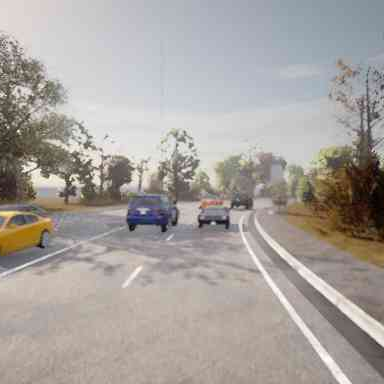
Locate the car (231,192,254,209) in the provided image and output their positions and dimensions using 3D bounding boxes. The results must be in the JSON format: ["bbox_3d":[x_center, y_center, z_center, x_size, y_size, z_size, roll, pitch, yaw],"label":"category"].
[{"bbox_3d":[6.314,1.053,41.601,2.150,2.045,5.566,0,0,19],"label":"car"}]

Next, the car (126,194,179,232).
[{"bbox_3d":[-2.199,1.128,19.837,2.150,2.045,5.566,0,0,7],"label":"car"}]

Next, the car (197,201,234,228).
[{"bbox_3d":[1.541,1.509,21.456,1.895,1.301,4.718,0,0,8],"label":"car"}]

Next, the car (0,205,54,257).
[{"bbox_3d":[-6.645,1.415,11.435,1.882,1.535,5.008,0,0,4],"label":"car"}]

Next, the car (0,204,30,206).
[{"bbox_3d":[-9.651,1.413,17.839,1.837,1.490,4.892,0,0,6],"label":"car"}]

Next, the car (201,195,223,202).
[{"bbox_3d":[2.533,1.173,41.178,2.097,1.767,4.553,0,0,17],"label":"car"}]
